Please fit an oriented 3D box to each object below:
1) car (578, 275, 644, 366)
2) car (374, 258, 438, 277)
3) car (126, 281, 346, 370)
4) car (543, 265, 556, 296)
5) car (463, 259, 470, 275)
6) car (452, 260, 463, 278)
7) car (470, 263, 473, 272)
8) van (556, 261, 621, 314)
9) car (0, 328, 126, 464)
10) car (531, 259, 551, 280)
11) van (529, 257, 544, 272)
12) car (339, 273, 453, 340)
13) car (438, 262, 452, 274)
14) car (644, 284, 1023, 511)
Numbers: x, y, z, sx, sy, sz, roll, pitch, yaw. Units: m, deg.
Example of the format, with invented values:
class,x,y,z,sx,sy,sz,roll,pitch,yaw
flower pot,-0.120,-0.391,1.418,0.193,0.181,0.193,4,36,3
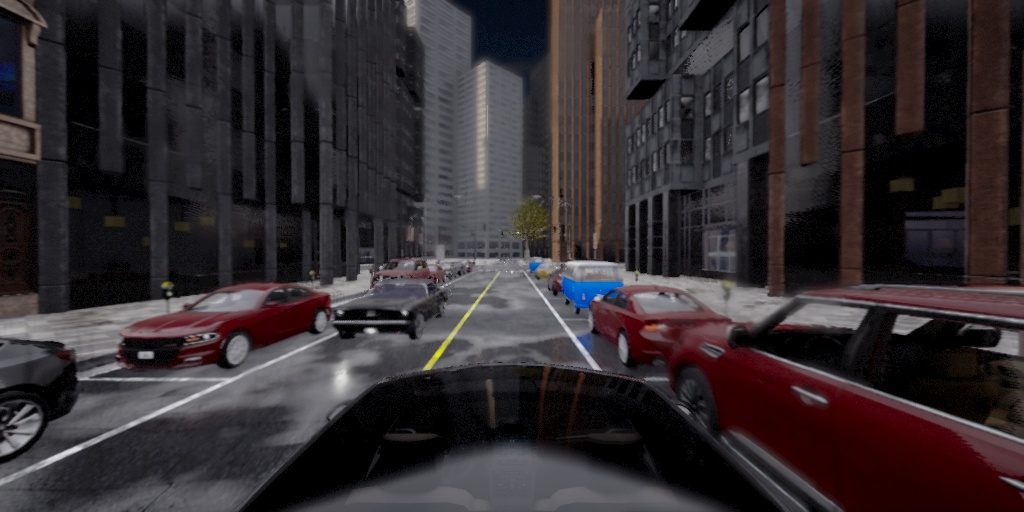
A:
class,x,y,z,sx,sy,sz,roll,pitch,yaw
car,2.855,1.289,7.808,1.888,1.381,4.507,0,0,0
car,-5.672,1.046,19.054,2.192,1.841,5.009,0,0,0
car,-5.671,1.290,7.805,1.888,1.381,4.507,0,0,0
car,2.854,1.313,19.057,1.802,1.307,4.207,0,0,0
car,-5.674,1.275,35.929,1.948,1.339,4.313,0,0,0
car,-5.673,1.267,30.304,2.007,1.370,4.403,0,0,0
car,-5.674,1.141,41.553,1.967,1.591,4.097,0,0,0
van,2.855,1.079,13.433,1.690,1.789,3.998,0,0,0
car,-5.670,1.316,2.180,1.948,1.339,4.313,0,0,0
car,2.853,1.242,30.476,1.751,1.417,4.829,0,0,0
van,2.851,1.041,41.555,1.690,1.789,3.998,0,0,0
car,-3.102,1.343,10.104,1.895,1.301,4.718,0,0,0
car,-5.672,1.270,24.679,1.888,1.381,4.507,0,0,0
car,2.856,1.064,2.184,2.192,1.841,5.009,0,0,0
